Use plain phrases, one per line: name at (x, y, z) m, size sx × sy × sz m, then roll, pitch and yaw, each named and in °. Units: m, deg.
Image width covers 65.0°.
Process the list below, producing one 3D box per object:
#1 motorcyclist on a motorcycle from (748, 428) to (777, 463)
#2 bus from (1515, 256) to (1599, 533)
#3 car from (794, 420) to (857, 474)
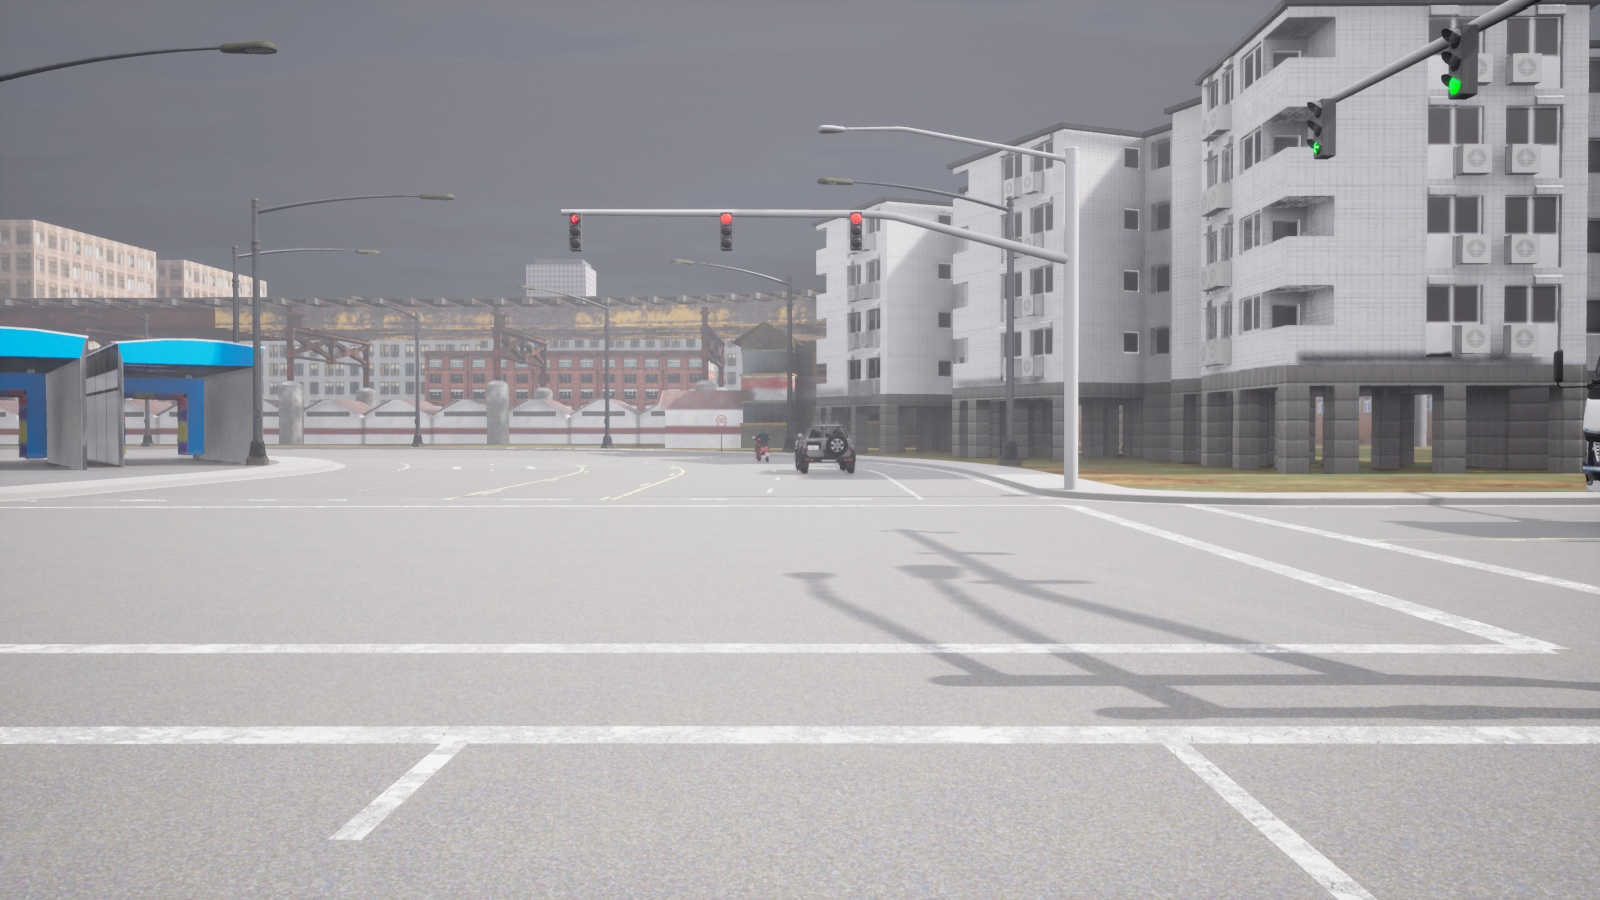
motorcyclist on a motorcycle at (-1.759, -0.224, 58.228) m, size 0.866 × 1.590 × 1.817 m, roll -1°, pitch 1°, yaw -18°
bus at (17.421, -0.860, 19.572) m, size 10.273 × 4.253 × 3.944 m, roll 0°, pitch 1°, yaw -1°
car at (0.859, -0.132, 45.384) m, size 1.932 × 1.855 × 4.605 m, roll 0°, pitch 1°, yaw -3°
